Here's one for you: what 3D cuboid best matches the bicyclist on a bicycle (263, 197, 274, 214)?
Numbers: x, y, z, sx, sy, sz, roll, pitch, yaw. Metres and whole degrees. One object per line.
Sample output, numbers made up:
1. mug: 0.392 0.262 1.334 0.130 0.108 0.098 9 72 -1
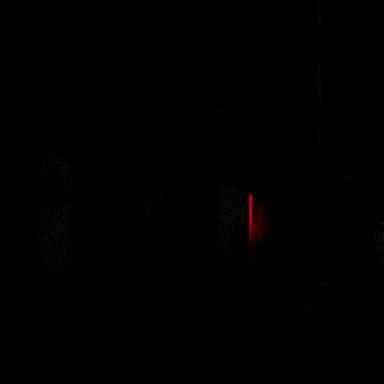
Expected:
1. bicyclist on a bicycle: 7.370 1.349 32.092 1.656 1.620 0.582 0 0 -36
